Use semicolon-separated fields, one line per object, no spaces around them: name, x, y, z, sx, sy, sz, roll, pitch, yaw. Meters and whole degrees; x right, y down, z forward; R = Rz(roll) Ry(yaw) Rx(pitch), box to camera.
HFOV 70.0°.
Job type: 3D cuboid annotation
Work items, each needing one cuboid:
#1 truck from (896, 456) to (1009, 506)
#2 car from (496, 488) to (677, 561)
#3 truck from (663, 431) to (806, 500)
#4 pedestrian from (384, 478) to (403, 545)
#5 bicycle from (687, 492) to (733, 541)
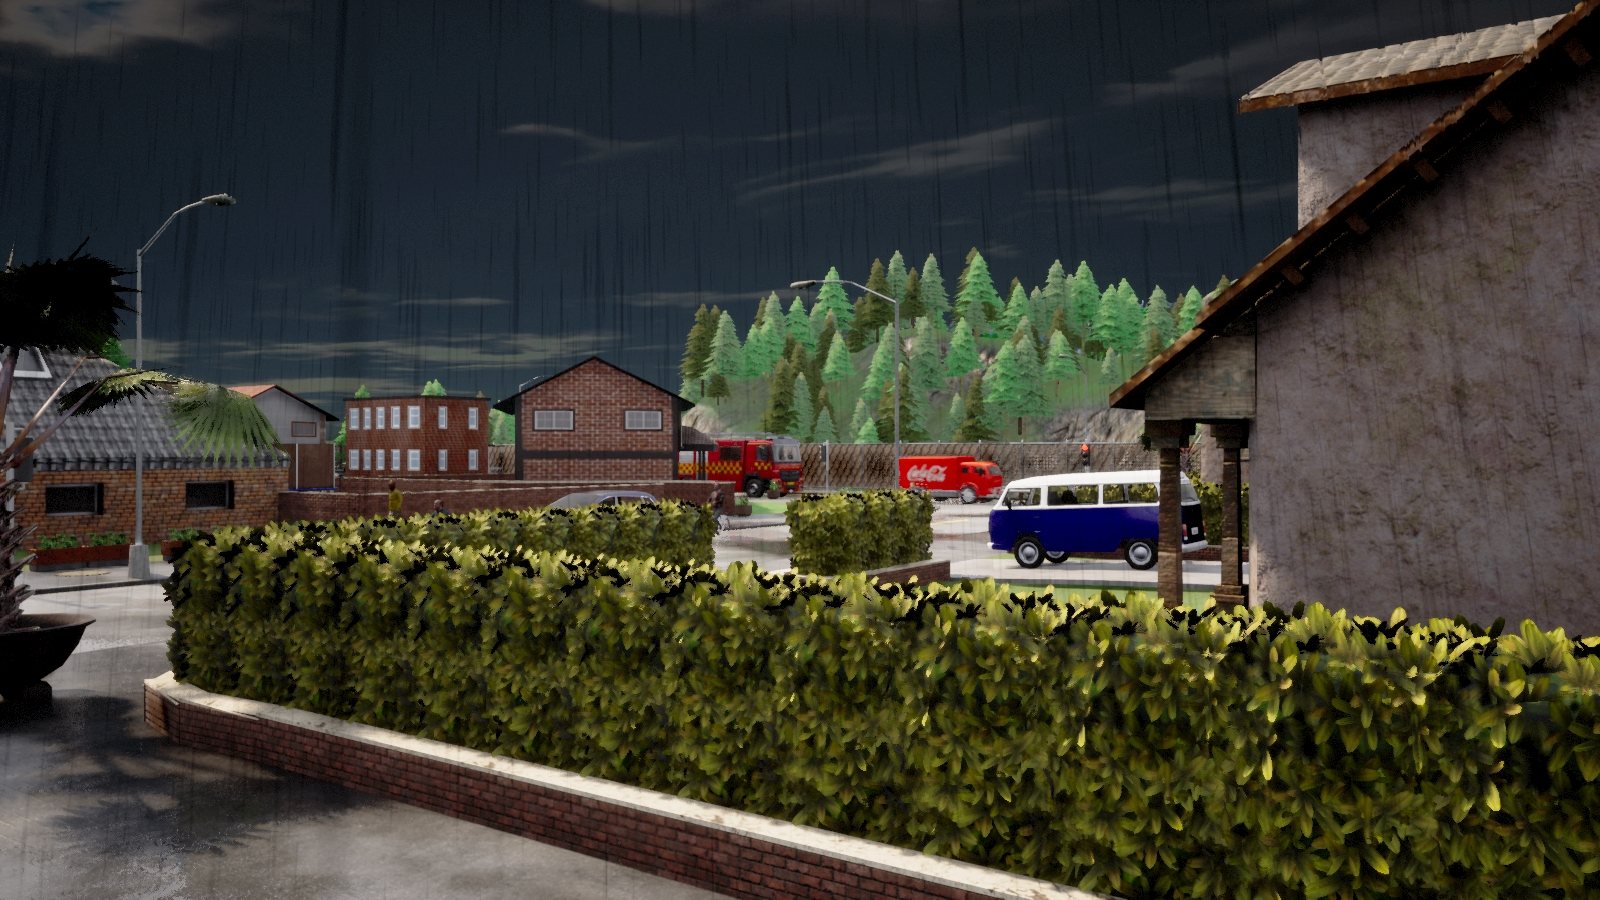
truck;7.899;1.557;59.345;5.204;2.467;2.627;0;0;35
car;-5.756;1.958;31.296;2.242;1.667;4.611;0;0;35
truck;-3.974;0.874;67.647;8.468;3.827;2.891;0;0;35
pedestrian;-11.434;1.732;32.143;0.375;1.860;0.375;0;0;33
bicycle;-2.788;2.049;35.579;0.329;1.471;1.835;0;-1;35
